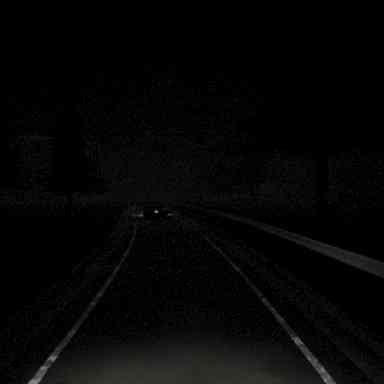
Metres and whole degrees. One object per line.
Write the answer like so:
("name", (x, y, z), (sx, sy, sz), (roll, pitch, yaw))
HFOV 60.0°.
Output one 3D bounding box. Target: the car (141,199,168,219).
("car", (-3.239, 1.577, 29.109), (1.994, 1.385, 4.181), (0, 0, -10))
